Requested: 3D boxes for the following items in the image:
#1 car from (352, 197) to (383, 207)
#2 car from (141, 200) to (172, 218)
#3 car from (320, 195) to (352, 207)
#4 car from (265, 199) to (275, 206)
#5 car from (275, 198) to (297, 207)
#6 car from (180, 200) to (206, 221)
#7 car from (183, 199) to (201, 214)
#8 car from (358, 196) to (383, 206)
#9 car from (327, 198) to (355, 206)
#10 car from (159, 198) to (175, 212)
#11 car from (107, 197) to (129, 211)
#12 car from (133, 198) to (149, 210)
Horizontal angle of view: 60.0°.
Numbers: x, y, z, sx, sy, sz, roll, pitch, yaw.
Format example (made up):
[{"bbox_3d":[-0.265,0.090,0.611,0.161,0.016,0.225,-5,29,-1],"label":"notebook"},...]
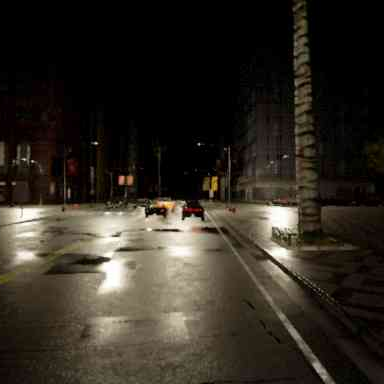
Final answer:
[{"bbox_3d":[26.573,1.621,50.549,4.313,1.339,1.947,0,-1,-1],"label":"car"},{"bbox_3d":[-3.162,1.659,30.608,1.895,1.301,4.718,0,0,0],"label":"car"},{"bbox_3d":[20.935,1.386,50.462,5.009,1.841,2.192,0,-1,-1],"label":"car"},{"bbox_3d":[15.163,1.779,58.893,4.313,1.339,1.947,0,-1,-1],"label":"car"},{"bbox_3d":[15.296,1.672,50.369,4.206,1.307,1.802,0,-1,-1],"label":"car"},{"bbox_3d":[0.087,1.549,27.467,1.837,1.490,4.892,0,0,0],"label":"car"},{"bbox_3d":[-0.014,1.571,36.958,1.882,1.535,5.008,0,0,0],"label":"car"},{"bbox_3d":[32.079,1.603,59.164,4.097,1.590,1.967,0,-1,-1],"label":"car"},{"bbox_3d":[26.441,1.760,59.072,4.206,1.307,1.802,0,-1,-1],"label":"car"},{"bbox_3d":[-3.164,1.465,40.064,2.097,1.767,4.553,0,0,0],"label":"car"},{"bbox_3d":[-9.767,1.413,43.944,2.097,1.767,4.553,0,0,0],"label":"car"},{"bbox_3d":[-6.516,1.485,43.915,2.033,1.411,5.357,0,0,0],"label":"car"}]
